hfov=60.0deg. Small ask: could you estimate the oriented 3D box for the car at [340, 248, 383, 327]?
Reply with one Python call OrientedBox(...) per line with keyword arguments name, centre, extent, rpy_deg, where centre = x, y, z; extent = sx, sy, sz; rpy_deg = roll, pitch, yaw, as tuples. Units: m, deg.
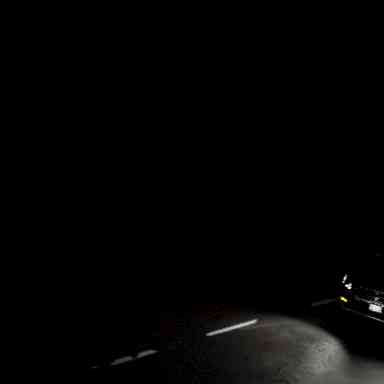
OrientedBox(name="car", centre=(4.853, 1.495, 6.234), extent=(4.892, 1.490, 1.837), rpy_deg=(0, 0, -30))
